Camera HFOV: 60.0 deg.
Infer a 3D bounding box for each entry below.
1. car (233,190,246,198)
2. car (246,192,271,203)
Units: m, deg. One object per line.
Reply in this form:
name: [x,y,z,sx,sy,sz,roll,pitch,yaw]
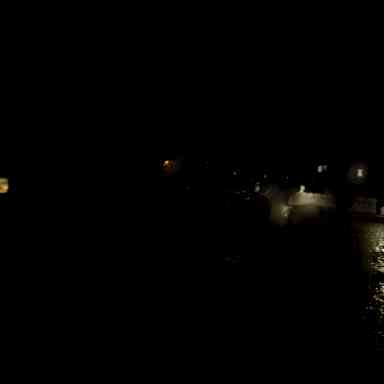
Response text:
car: [8.969,0.345,62.430,2.128,1.511,4.902,2,1,-4]
car: [9.833,0.733,48.161,2.033,1.411,5.357,2,1,-4]
